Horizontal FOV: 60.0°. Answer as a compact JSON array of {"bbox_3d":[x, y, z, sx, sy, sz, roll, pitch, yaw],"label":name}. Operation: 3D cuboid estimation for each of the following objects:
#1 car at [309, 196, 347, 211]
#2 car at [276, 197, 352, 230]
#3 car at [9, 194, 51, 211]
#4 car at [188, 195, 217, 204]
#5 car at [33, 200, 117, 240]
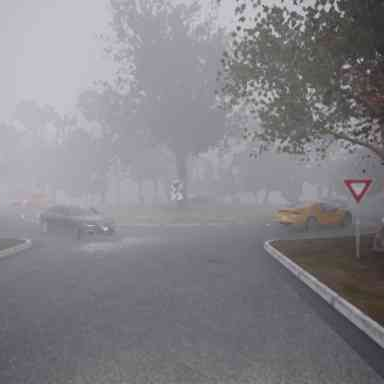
[{"bbox_3d":[14.338,1.203,35.300,1.994,1.385,4.181,0,1,-6],"label":"car"},{"bbox_3d":[7.188,1.279,19.384,5.008,1.535,1.882,0,1,-30],"label":"car"},{"bbox_3d":[-17.166,0.988,35.536,2.097,1.767,4.553,0,1,13],"label":"car"},{"bbox_3d":[1.246,1.105,48.516,4.718,1.301,1.895,0,1,10],"label":"car"},{"bbox_3d":[-5.529,1.340,15.991,4.892,1.490,1.837,0,-1,42],"label":"car"}]
